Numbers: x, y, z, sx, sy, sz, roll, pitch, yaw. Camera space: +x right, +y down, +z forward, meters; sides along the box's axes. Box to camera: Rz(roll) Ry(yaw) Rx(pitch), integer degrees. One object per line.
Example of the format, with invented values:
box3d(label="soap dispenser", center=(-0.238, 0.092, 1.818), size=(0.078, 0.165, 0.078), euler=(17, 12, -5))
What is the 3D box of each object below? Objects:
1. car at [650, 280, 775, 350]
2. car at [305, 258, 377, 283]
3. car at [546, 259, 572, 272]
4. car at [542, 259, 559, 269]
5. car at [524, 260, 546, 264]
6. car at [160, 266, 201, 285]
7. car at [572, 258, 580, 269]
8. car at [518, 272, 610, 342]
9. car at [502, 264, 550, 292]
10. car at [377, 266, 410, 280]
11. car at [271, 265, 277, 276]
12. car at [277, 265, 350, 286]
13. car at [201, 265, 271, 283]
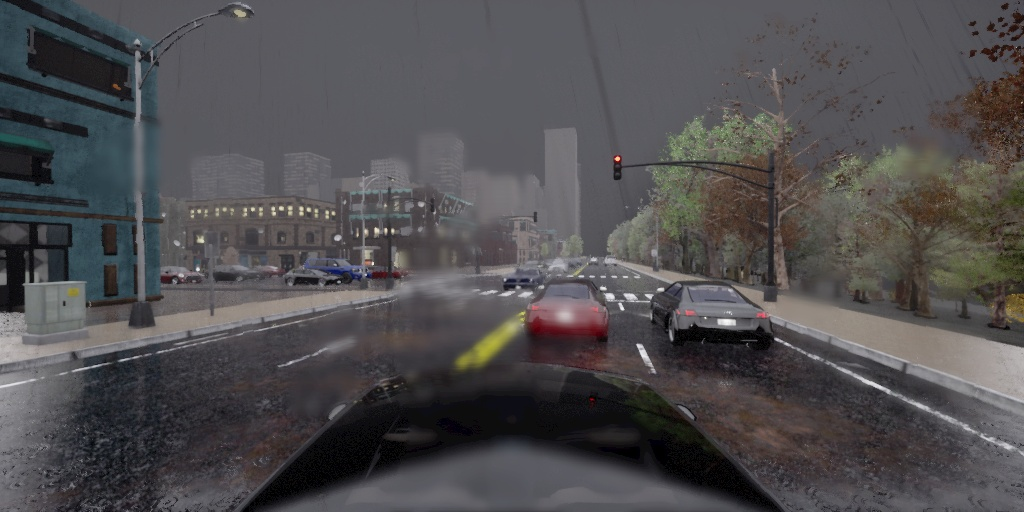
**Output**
box3d(label="car", center=(4.813, 1.312, 9.222), size=(1.994, 1.385, 4.181), euler=(0, 0, 13))
box3d(label="car", center=(-14.499, 1.196, 29.585), size=(5.566, 2.045, 2.150), euler=(-1, 0, 14))
box3d(label="car", center=(5.308, 1.264, 39.896), size=(1.812, 1.442, 4.674), euler=(0, 0, 13))
box3d(label="car", center=(6.267, 1.222, 57.977), size=(2.128, 1.511, 4.902), euler=(0, 0, 14))
box3d(label="car", center=(2.513, 1.243, 42.308), size=(1.837, 1.490, 4.892), euler=(0, 0, 14))
box3d(label="car", center=(-28.310, 1.597, 30.225), size=(4.097, 1.591, 1.967), euler=(0, 0, 13))
box3d(label="car", center=(8.967, 1.331, 55.293), size=(1.895, 1.301, 4.718), euler=(0, 0, 13))
box3d(label="car", center=(1.647, 1.312, 9.959), size=(1.994, 1.385, 4.181), euler=(0, 0, 13))
box3d(label="car", center=(0.822, 1.347, 21.008), size=(1.895, 1.301, 4.718), euler=(0, 0, 13))
box3d(label="car", center=(-11.550, 1.520, 31.809), size=(4.718, 1.301, 1.895), euler=(-1, 0, 16))
box3d(label="car", center=(-26.367, 1.655, 38.377), size=(4.207, 1.307, 1.802), euler=(0, 0, 13))
box3d(label="car", center=(-14.841, 1.564, 26.885), size=(4.313, 1.339, 1.948), euler=(0, 0, 13))
box3d(label="car", center=(-24.580, 1.572, 31.993), size=(5.008, 1.535, 1.882), euler=(-1, 0, 13))
